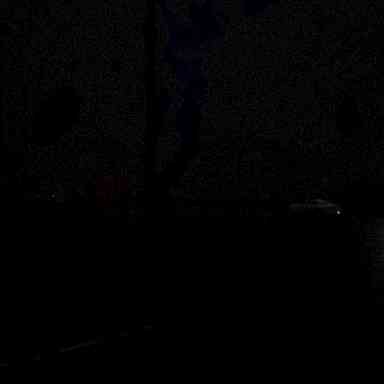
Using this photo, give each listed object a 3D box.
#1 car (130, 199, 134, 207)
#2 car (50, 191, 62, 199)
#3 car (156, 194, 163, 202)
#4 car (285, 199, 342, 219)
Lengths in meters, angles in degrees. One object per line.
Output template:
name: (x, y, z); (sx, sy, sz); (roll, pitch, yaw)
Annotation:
car: (-8.814, 1.083, 41.575); (1.882, 1.535, 5.008); (-1, 1, -35)
car: (-29.183, 0.671, 71.169); (1.837, 1.490, 4.892); (-1, 1, -31)
car: (-5.577, 0.999, 49.117); (1.812, 1.442, 4.674); (-1, 1, -35)
car: (9.883, 1.321, 27.351); (1.812, 1.442, 4.674); (-1, 1, -35)
